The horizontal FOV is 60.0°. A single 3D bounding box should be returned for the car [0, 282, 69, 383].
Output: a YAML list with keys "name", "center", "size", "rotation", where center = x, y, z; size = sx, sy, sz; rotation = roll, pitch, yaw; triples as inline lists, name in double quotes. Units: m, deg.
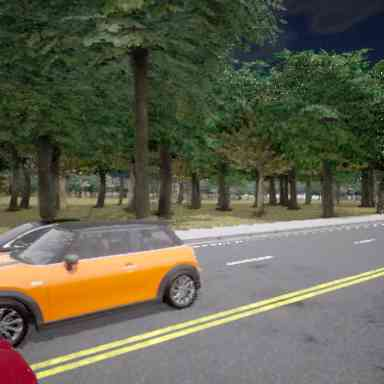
- name: "car"
  center: [-3.029, 1.601, 1.278]
  size: [4.718, 1.301, 1.895]
  rotation: [0, 0, -36]

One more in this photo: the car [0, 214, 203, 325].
- name: "car"
  center: [-2.073, 1.351, 6.200]
  size: [4.553, 1.767, 2.097]
  rotation: [0, 0, -36]

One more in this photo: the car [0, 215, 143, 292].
- name: "car"
  center: [-3.927, 1.504, 8.869]
  size: [4.892, 1.490, 1.837]
  rotation: [0, 0, -35]
